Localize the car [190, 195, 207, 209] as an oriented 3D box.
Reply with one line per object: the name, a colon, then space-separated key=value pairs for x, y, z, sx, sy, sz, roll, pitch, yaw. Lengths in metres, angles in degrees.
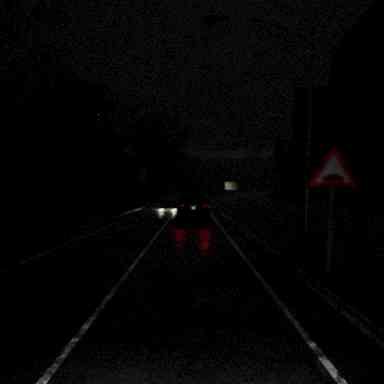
car: x=0.897 y=1.208 z=42.047 sx=1.801 sy=1.575 sz=5.366 roll=1 pitch=1 yaw=6

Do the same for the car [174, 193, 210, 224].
car: x=0.104 y=1.093 z=23.714 sx=2.150 sy=2.045 sz=5.566 roll=0 pitch=0 yaw=0

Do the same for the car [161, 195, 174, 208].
car: x=-2.721 y=1.187 z=42.649 sx=1.882 sy=1.535 sz=5.008 roll=1 pitch=1 yaw=6
